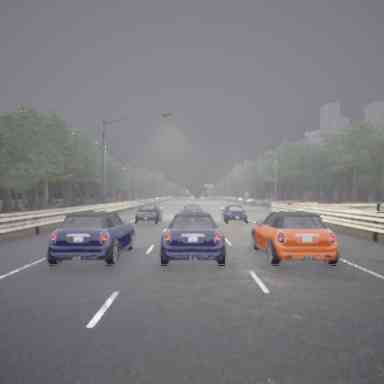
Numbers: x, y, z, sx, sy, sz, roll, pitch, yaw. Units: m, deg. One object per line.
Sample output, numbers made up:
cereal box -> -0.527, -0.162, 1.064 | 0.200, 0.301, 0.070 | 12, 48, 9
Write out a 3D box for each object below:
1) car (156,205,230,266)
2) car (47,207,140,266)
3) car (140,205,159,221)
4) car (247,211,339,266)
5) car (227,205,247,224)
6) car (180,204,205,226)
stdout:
car -> 0.043, 1.490, 12.288 | 2.097, 1.767, 4.553 | 0, -1, 0
car -> -3.458, 1.490, 12.283 | 2.097, 1.767, 4.553 | 0, -1, 0
car -> -3.461, 1.785, 27.358 | 2.128, 1.511, 4.902 | 0, 0, 0
car -> 3.542, 1.490, 12.288 | 2.097, 1.767, 4.553 | 0, -1, 1
car -> 3.545, 1.824, 28.024 | 1.812, 1.442, 4.674 | 0, 0, 0
car -> 0.040, 1.800, 27.395 | 1.837, 1.490, 4.892 | 0, 0, 0
